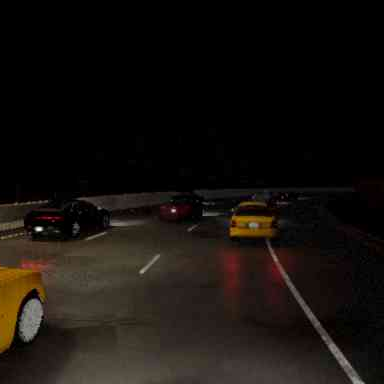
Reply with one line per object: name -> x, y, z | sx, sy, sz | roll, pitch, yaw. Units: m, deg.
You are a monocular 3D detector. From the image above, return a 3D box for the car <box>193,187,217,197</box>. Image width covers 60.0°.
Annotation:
car -> 2.185, 0.017, 53.758 | 1.812, 1.442, 4.674 | 1, 2, 33

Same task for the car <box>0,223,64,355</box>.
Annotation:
car -> -3.194, 1.385, 2.979 | 1.882, 1.535, 5.008 | 0, 2, 2

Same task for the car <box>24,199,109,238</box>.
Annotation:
car -> -5.356, 1.075, 14.903 | 1.837, 1.490, 4.892 | 0, 2, 9

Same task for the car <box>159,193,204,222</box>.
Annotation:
car -> -0.564, 0.979, 20.688 | 1.994, 1.385, 4.181 | 0, 2, 14

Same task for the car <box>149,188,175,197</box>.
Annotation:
car -> -4.975, 0.032, 55.531 | 1.895, 1.301, 4.718 | 1, 2, 31

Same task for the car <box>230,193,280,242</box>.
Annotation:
car -> 2.589, 1.061, 14.059 | 1.801, 1.575, 5.366 | 0, 2, 10

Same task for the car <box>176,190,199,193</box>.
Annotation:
car -> -0.454, 0.622, 32.840 | 2.033, 1.411, 5.357 | 1, 2, 21

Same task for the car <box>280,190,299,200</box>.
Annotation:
car -> 12.803, 0.370, 44.378 | 1.895, 1.301, 4.718 | 1, 2, 33

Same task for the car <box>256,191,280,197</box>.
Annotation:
car -> 7.324, 0.587, 33.673 | 1.812, 1.442, 4.674 | 1, 2, 25
